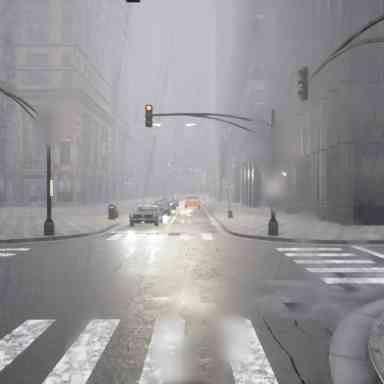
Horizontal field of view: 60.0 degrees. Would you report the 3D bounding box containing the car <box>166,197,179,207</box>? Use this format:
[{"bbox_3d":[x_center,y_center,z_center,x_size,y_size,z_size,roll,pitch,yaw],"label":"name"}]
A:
[{"bbox_3d":[-3.071,1.532,53.213,1.812,1.442,4.674,0,0,0],"label":"car"}]

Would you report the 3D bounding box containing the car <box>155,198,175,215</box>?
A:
[{"bbox_3d":[-3.105,1.565,33.170,1.994,1.385,4.181,0,0,0],"label":"car"}]

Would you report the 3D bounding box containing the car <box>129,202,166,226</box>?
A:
[{"bbox_3d":[-3.108,1.601,23.227,1.895,1.301,4.718,0,0,0],"label":"car"}]

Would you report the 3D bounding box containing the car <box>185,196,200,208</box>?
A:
[{"bbox_3d":[0.083,1.356,48.276,2.097,1.767,4.553,0,0,0],"label":"car"}]

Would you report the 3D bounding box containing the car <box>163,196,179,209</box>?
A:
[{"bbox_3d":[-3.111,1.355,43.171,2.097,1.767,4.553,0,0,0],"label":"car"}]
